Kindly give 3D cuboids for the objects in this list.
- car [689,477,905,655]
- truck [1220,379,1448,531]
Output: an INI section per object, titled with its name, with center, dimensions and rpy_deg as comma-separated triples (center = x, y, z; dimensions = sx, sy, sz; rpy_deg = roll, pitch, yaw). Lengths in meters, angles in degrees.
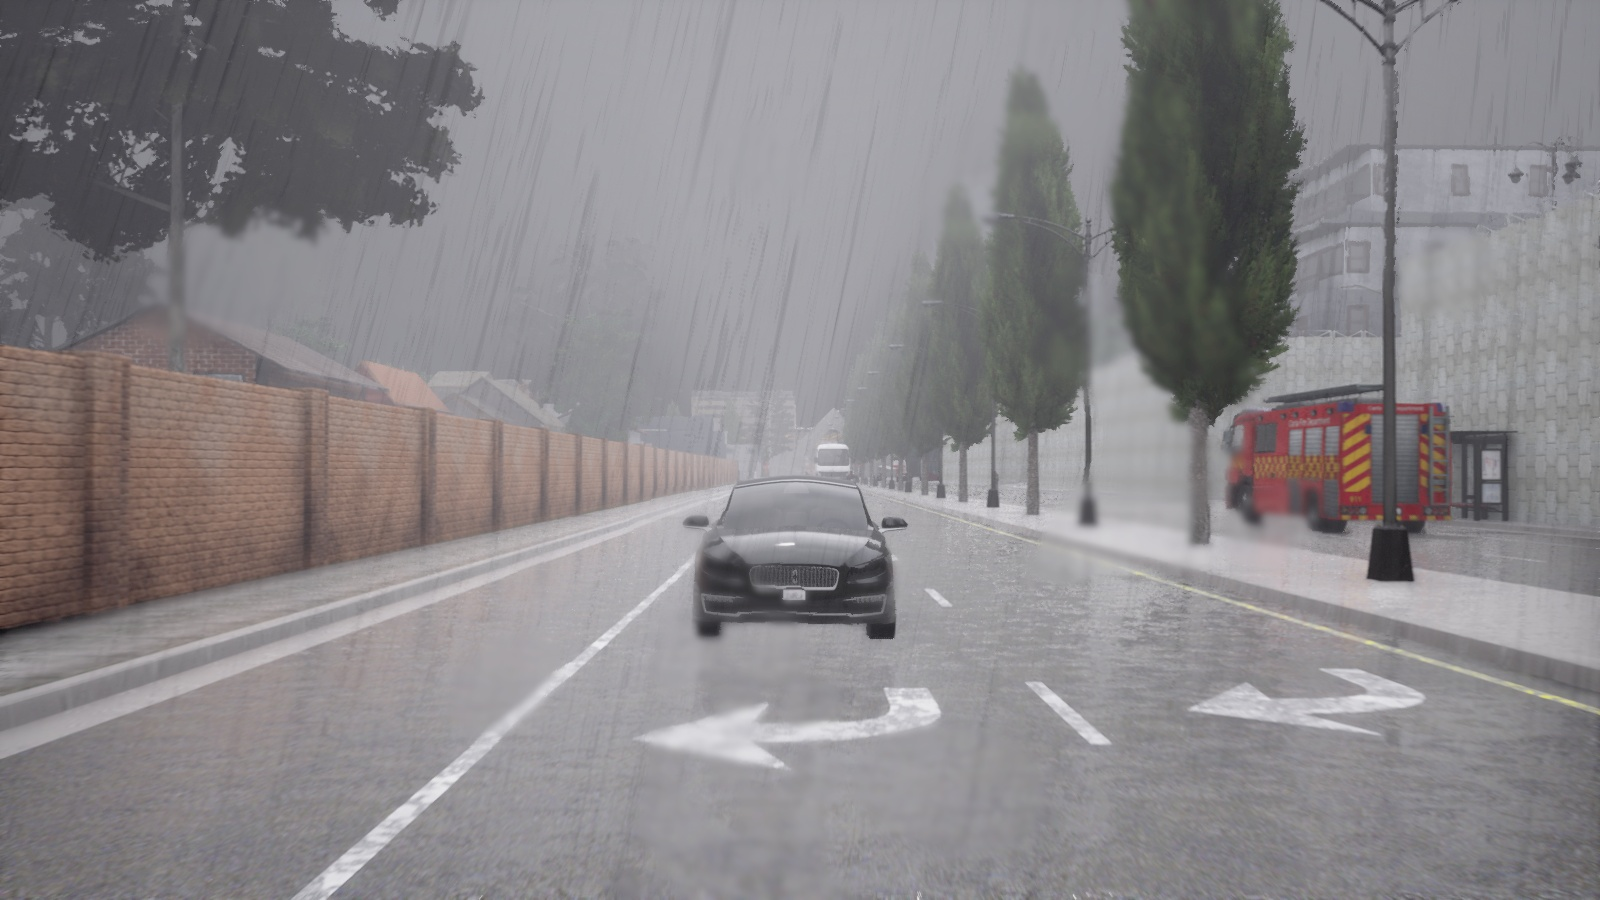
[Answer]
[car]
center = -0.032, 1.040, 13.177
dimensions = 1.837, 1.490, 4.892
rpy_deg = 0, -1, 0
[truck]
center = 14.908, 0.192, 35.971
dimensions = 2.891, 3.827, 8.468
rpy_deg = 0, -1, 0
